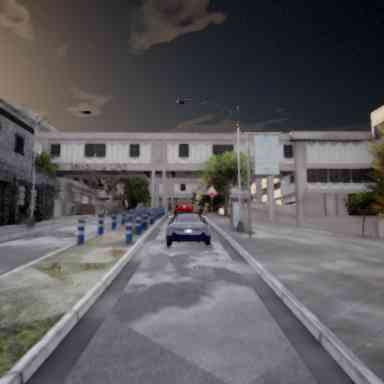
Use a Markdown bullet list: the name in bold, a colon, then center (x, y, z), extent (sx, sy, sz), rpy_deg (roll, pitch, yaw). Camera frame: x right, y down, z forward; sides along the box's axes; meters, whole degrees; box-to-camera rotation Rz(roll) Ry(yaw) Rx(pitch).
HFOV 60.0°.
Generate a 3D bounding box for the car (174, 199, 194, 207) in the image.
- **car**: center (-0.896, 1.820, 39.076), extent (2.150, 2.045, 5.566), rpy_deg (0, -2, -2)

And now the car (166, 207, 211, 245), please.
- **car**: center (-0.190, 1.618, 15.857), extent (1.994, 1.385, 4.181), rpy_deg (0, 0, -2)
